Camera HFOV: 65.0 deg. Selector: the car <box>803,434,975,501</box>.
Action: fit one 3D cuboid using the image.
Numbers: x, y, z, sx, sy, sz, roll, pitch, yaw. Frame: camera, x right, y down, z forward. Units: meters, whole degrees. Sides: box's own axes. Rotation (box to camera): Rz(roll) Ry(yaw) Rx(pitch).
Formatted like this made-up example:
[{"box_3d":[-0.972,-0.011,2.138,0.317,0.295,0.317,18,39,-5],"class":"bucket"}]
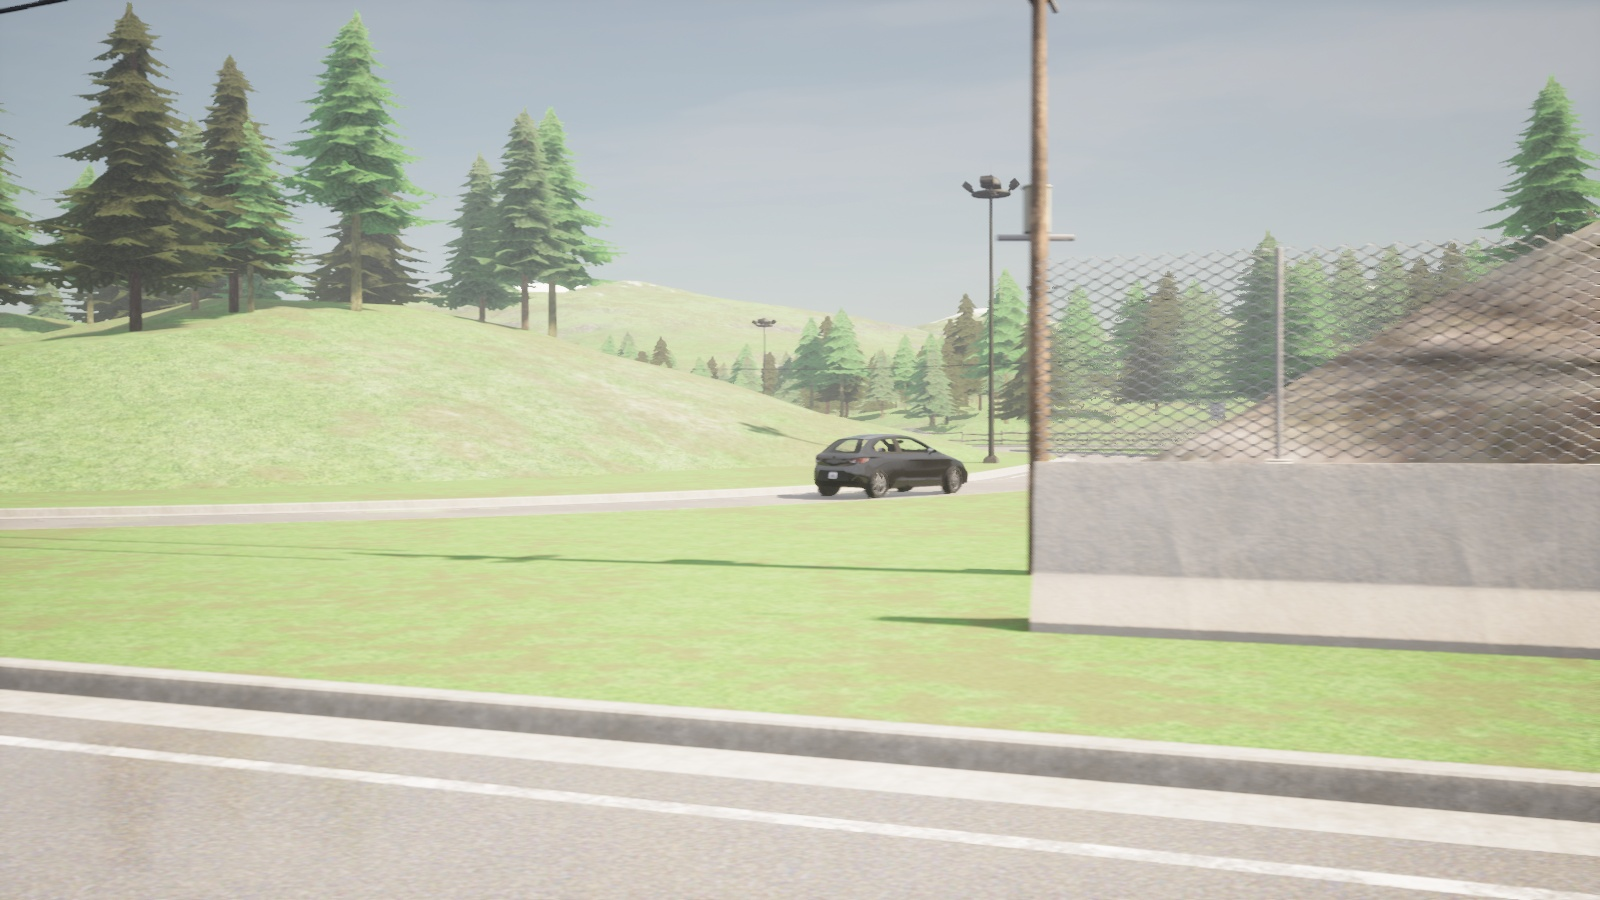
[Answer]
[{"box_3d":[2.192,0.365,30.155,1.816,1.474,4.193,1,1,45],"class":"car"}]
